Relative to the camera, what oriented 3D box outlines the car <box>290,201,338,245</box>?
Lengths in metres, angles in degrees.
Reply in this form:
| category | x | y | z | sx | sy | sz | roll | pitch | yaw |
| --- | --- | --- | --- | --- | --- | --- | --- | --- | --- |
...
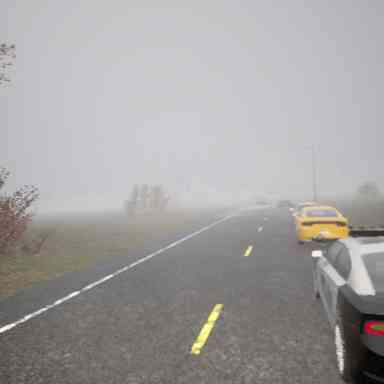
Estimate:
| category | x | y | z | sx | sy | sz | roll | pitch | yaw |
| --- | --- | --- | --- | --- | --- | --- | --- | --- | --- |
| car | 5.579 | 1.358 | 14.754 | 1.882 | 1.535 | 5.008 | -2 | 0 | 15 |

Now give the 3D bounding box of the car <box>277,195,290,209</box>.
| category | x | y | z | sx | sy | sz | roll | pitch | yaw |
| --- | --- | --- | --- | --- | --- | --- | --- | --- | --- |
| car | 12.033 | 1.332 | 42.842 | 1.812 | 1.442 | 4.674 | -2 | 0 | 16 |

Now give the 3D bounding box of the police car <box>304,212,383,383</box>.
| category | x | y | z | sx | sy | sz | roll | pitch | yaw |
| --- | --- | --- | --- | --- | --- | --- | --- | --- | --- |
| police car | 3.026 | 1.344 | 5.197 | 1.930 | 1.638 | 5.238 | -2 | 0 | 15 |

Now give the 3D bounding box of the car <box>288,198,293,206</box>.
| category | x | y | z | sx | sy | sz | roll | pitch | yaw |
| --- | --- | --- | --- | --- | --- | --- | --- | --- | --- |
| car | 7.175 | 1.312 | 20.736 | 1.801 | 1.575 | 5.366 | -2 | 0 | 15 |

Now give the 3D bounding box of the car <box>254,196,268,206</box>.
| category | x | y | z | sx | sy | sz | roll | pitch | yaw |
| --- | --- | --- | --- | --- | --- | --- | --- | --- | --- |
| car | 11.245 | 1.404 | 53.600 | 1.837 | 1.490 | 4.892 | -2 | 0 | 15 |

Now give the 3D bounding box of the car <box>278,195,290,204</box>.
| category | x | y | z | sx | sy | sz | roll | pitch | yaw |
| --- | --- | --- | --- | --- | --- | --- | --- | --- | --- |
| car | 15.970 | 1.253 | 57.739 | 1.837 | 1.490 | 4.892 | -2 | 0 | 15 |
